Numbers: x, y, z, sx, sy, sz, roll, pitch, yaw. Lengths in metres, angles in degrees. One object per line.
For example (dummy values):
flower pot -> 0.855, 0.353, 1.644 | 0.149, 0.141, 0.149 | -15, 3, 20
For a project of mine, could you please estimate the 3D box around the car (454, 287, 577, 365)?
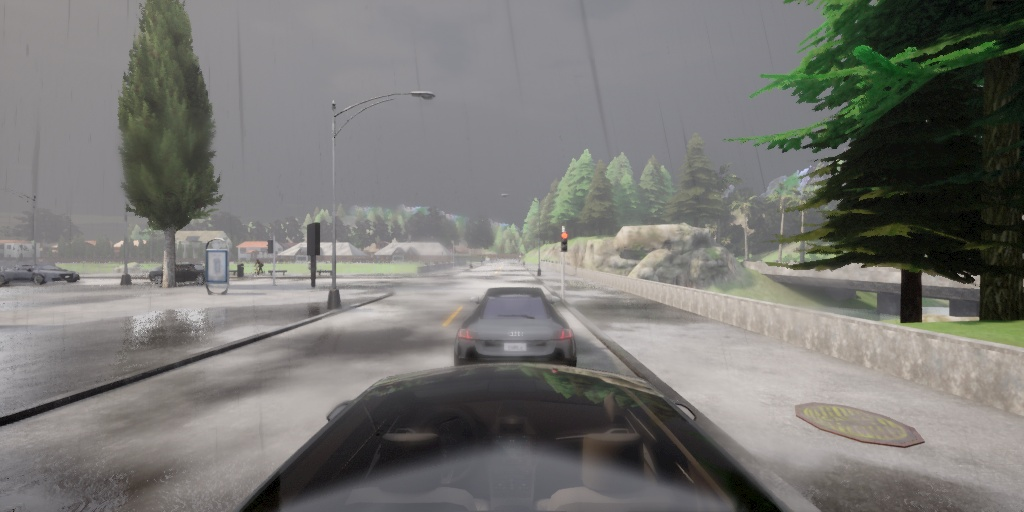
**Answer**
car -> 0.063, 1.314, 7.307 | 1.994, 1.385, 4.181 | 0, 0, 0

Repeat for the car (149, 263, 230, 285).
car -> -23.055, 1.257, 25.732 | 4.892, 1.490, 1.837 | -1, 0, 0

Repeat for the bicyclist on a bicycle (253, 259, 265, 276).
bicyclist on a bicycle -> -24.100, 1.099, 34.130 | 0.582, 1.620, 1.656 | 0, 0, 0

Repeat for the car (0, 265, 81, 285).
car -> -33.920, 1.314, 25.740 | 4.181, 1.385, 1.994 | 0, 0, 0
